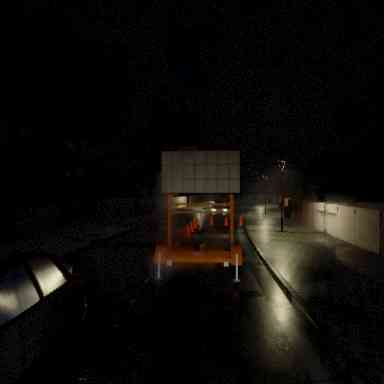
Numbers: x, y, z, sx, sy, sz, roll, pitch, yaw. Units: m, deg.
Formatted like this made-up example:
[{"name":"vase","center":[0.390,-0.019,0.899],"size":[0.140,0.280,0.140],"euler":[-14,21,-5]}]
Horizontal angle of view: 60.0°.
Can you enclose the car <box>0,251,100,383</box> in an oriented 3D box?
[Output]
[{"name":"car","center":[-2.733,1.550,4.160],"size":[2.033,1.411,5.357],"euler":[0,0,2]}]

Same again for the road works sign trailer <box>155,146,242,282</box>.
[{"name":"road works sign trailer","center":[0.266,0.471,9.872],"size":[2.380,3.560,2.880],"euler":[0,0,5]}]

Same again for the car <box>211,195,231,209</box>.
[{"name":"car","center":[4.131,1.448,48.088],"size":[2.097,1.767,4.553],"euler":[0,0,14]}]
